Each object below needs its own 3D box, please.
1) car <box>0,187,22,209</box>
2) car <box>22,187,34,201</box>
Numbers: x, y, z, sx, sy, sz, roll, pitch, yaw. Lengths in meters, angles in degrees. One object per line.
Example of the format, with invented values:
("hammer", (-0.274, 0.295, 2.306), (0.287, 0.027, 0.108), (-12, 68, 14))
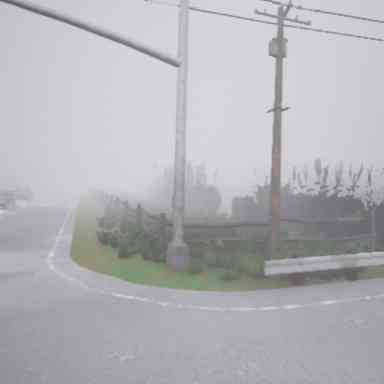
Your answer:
("car", (-15.132, 0.524, 26.133), (2.033, 1.411, 5.357), (1, 1, -18))
("car", (-18.391, 0.214, 36.136), (2.033, 1.411, 5.357), (1, 1, -18))
